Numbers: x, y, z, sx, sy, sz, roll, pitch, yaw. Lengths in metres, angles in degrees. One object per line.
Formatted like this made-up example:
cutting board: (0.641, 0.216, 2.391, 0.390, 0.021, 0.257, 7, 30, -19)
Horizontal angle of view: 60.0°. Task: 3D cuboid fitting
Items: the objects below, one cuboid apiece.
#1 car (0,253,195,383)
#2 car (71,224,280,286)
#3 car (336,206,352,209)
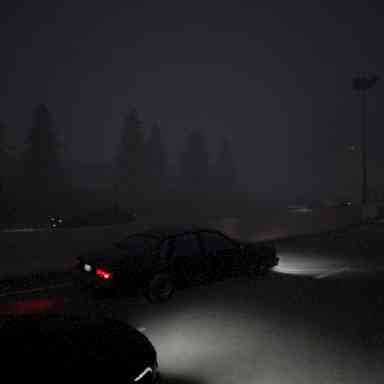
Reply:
car: (-2.419, 1.535, 2.200, 4.674, 1.442, 1.812, 0, 0, -35)
car: (-0.142, 1.566, 8.232, 5.357, 1.411, 2.033, 0, 0, -39)
car: (19.240, 1.417, 42.125, 2.097, 1.767, 4.553, 0, 0, 29)
